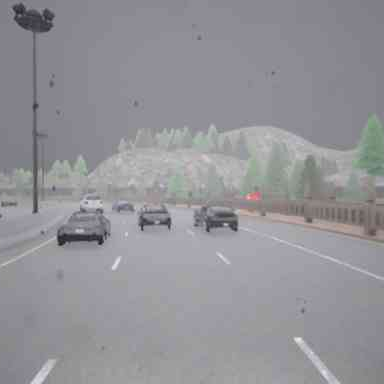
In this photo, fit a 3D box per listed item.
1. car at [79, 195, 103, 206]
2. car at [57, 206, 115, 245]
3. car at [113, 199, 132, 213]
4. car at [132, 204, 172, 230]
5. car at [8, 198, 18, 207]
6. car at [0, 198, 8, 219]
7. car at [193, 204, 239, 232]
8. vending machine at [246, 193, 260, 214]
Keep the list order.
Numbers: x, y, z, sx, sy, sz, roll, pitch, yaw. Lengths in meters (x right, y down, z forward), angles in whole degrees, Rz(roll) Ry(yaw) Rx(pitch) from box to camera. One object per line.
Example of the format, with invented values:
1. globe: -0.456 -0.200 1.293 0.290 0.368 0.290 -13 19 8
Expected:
1. car: -11.552 1.317 38.110 2.150 2.045 5.566 0 0 -23
2. car: -4.974 1.588 15.754 1.994 1.385 4.181 0 0 -9
3. car: -8.000 1.595 38.544 1.812 1.442 4.674 0 0 -23
4. car: -2.476 1.504 21.146 2.128 1.511 4.902 0 0 -12
5. car: -31.398 1.801 57.328 1.882 1.535 5.008 0 0 -38
6. car: -13.264 1.429 20.360 2.097 1.767 4.553 0 0 -14
7. car: 1.324 1.496 20.035 1.837 1.490 4.892 0 0 -11
8. vending machine: 6.120 1.161 33.355 1.100 2.100 0.880 0 0 -18
